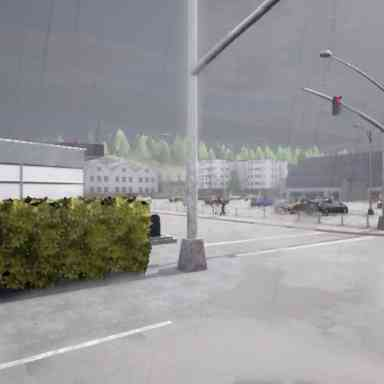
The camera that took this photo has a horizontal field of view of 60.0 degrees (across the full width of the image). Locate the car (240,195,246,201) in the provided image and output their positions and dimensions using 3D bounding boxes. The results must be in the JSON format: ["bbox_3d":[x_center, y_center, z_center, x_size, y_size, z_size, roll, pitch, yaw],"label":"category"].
[{"bbox_3d":[13.656,1.154,72.827,5.027,1.636,2.152,0,0,-35],"label":"car"}]

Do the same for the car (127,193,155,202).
[{"bbox_3d":[-9.329,1.361,60.572,3.806,1.475,1.970,0,0,-35],"label":"car"}]

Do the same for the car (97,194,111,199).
[{"bbox_3d":[-22.151,1.309,83.262,4.892,1.490,1.837,0,0,-35],"label":"car"}]

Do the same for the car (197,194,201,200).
[{"bbox_3d":[1.842,1.298,76.876,4.514,1.523,2.007,0,0,-35],"label":"car"}]

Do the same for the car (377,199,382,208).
[{"bbox_3d":[25.707,1.384,43.066,3.806,1.475,1.970,0,0,-35],"label":"car"}]

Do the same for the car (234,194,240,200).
[{"bbox_3d":[9.719,1.232,77.905,3.806,1.475,1.970,0,0,-35],"label":"car"}]

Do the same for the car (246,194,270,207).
[{"bbox_3d":[9.830,1.320,46.612,3.633,1.501,1.845,0,0,-35],"label":"car"}]

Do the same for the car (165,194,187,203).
[{"bbox_3d":[-2.397,1.097,65.455,4.605,1.855,1.932,0,0,-35],"label":"car"}]

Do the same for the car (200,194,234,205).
[{"bbox_3d":[4.147,1.298,54.832,4.514,1.523,2.007,0,0,-35],"label":"car"}]

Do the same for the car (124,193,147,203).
[{"bbox_3d":[-10.730,1.077,63.648,3.866,1.878,1.905,0,0,-35],"label":"car"}]

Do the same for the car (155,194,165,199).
[{"bbox_3d":[-9.117,1.333,92.303,4.902,1.511,2.128,0,0,-35],"label":"car"}]

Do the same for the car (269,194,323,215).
[{"bbox_3d":[10.314,1.330,32.506,5.027,1.636,2.152,0,0,-35],"label":"car"}]

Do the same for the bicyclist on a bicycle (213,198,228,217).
[{"bbox_3d":[2.394,1.301,28.039,1.656,1.620,0.582,0,0,-35],"label":"bicyclist on a bicycle"}]

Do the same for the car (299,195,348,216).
[{"bbox_3d":[12.152,1.340,29.963,4.514,1.523,2.007,0,0,-35],"label":"car"}]
